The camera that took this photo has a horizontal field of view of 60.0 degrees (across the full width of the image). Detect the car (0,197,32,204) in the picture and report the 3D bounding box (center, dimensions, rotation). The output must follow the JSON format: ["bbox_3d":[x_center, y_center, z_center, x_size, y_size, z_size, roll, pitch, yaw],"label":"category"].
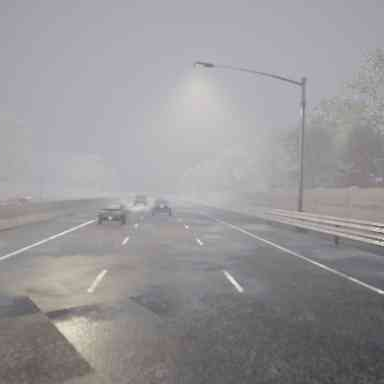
[{"bbox_3d":[-17.119,1.219,31.994,1.882,1.535,5.008,2,0,-6],"label":"car"}]

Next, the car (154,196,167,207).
[{"bbox_3d":[-5.787,1.731,61.119,2.097,1.767,4.553,2,-1,-6],"label":"car"}]

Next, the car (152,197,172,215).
[{"bbox_3d":[-3.355,1.573,36.864,2.097,1.767,4.553,2,-1,-6],"label":"car"}]

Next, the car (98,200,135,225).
[{"bbox_3d":[-5.631,1.526,24.433,2.128,1.511,4.902,2,0,-6],"label":"car"}]

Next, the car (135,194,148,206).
[{"bbox_3d":[-9.230,1.486,60.400,2.150,2.045,5.566,2,0,-6],"label":"car"}]
